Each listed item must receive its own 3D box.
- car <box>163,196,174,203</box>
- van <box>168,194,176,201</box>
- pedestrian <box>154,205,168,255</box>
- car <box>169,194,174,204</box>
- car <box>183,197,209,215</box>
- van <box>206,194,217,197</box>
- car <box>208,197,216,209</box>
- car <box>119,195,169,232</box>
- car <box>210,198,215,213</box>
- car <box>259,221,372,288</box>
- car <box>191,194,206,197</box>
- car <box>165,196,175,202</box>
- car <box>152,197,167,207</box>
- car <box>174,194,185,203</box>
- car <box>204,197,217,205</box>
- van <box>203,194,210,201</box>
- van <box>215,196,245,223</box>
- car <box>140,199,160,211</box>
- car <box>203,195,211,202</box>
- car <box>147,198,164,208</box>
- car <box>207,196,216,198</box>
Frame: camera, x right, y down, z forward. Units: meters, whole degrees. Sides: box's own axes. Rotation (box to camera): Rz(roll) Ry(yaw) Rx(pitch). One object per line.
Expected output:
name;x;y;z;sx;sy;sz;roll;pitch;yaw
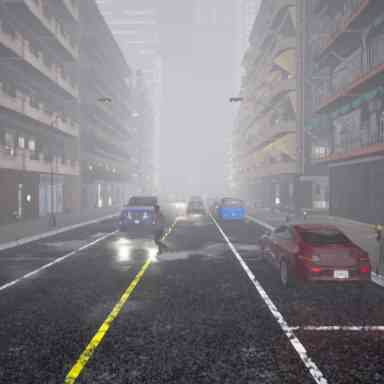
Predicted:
car;-5.003;1.556;70.060;1.947;1.339;4.313;-1;0;1
van;-4.895;1.331;81.264;1.690;1.788;3.998;-1;0;1
pedestrian;-1.150;1.291;11.780;0.375;1.860;0.375;-1;1;-2
car;-5.061;1.430;64.459;1.967;1.590;4.097;-1;0;1
car;0.422;1.540;33.959;2.033;1.411;5.357;0;0;1
van;3.205;1.331;53.143;1.690;1.788;3.998;-1;0;1
car;3.040;1.536;36.338;1.887;1.381;4.507;-1;0;1
car;-2.900;1.216;20.408;2.150;2.045;5.566;0;0;1
car;2.985;1.543;30.736;2.008;1.369;4.403;-1;0;1
car;3.089;1.524;9.136;1.812;1.442;4.674;0;0;1
car;0.535;1.342;47.922;2.097;1.767;4.553;0;0;1
car;-4.948;1.541;75.663;2.008;1.369;4.403;-1;0;1
car;-5.171;1.572;53.256;1.802;1.307;4.206;-1;0;1
car;-2.327;1.483;67.929;2.128;1.511;4.902;0;0;1
car;3.264;1.540;58.746;2.008;1.369;4.403;-1;0;1
van;3.485;1.331;81.152;1.690;1.788;3.998;-1;0;1
van;2.925;1.335;25.135;1.690;1.788;3.998;-1;0;1
car;-5.283;1.557;42.052;1.947;1.339;4.313;-1;0;1
car;3.433;1.515;75.720;1.752;1.417;4.829;-1;0;1
car;-5.228;1.535;47.654;1.887;1.381;4.507;-1;0;1
car;3.096;1.557;41.940;1.947;1.339;4.313;-1;0;1
